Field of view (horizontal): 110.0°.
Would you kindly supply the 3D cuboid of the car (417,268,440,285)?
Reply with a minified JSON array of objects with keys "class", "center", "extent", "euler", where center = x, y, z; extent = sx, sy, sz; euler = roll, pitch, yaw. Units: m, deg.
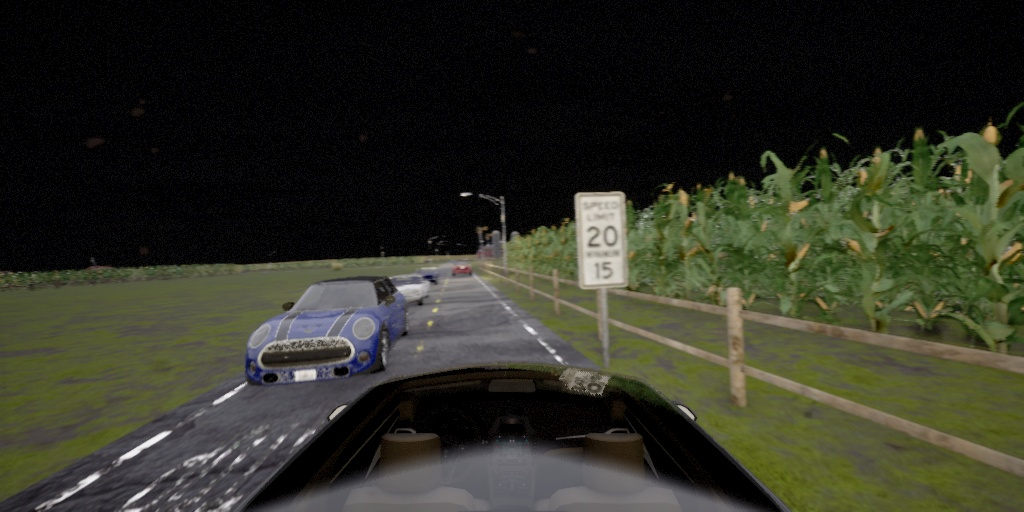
[{"class":"car","center":[-6.721,1.601,28.263],"extent":[1.895,1.301,4.718],"euler":[-3,0,-9]}]

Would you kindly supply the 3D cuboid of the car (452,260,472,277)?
[{"class":"car","center":[-5.550,1.265,39.784],"extent":[2.097,1.767,4.553],"euler":[-3,0,-9]}]

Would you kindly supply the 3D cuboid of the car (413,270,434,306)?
[{"class":"car","center":[-4.941,1.547,16.776],"extent":[1.895,1.301,4.718],"euler":[-3,0,-9]}]

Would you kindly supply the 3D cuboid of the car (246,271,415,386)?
[{"class":"car","center":[-3.550,1.257,7.742],"extent":[2.097,1.767,4.553],"euler":[-3,0,-9]}]
